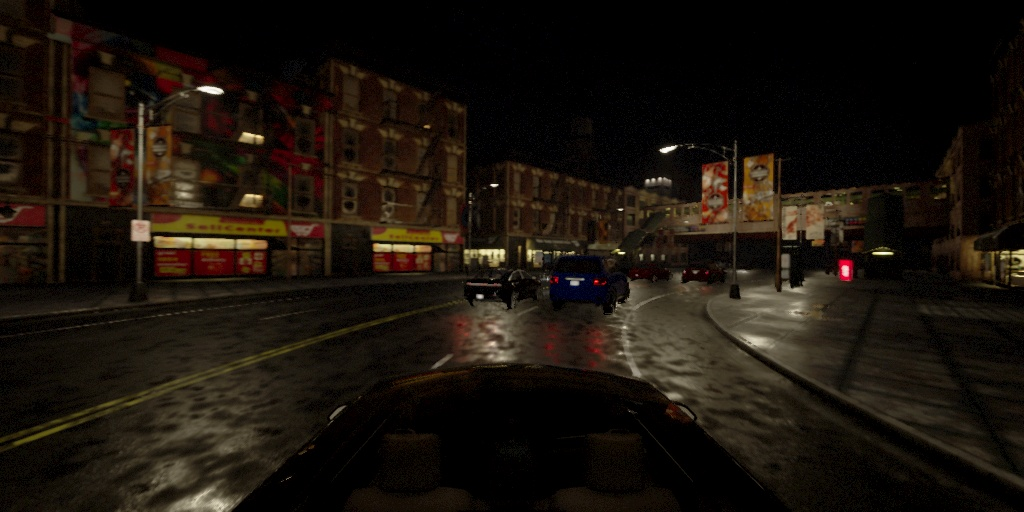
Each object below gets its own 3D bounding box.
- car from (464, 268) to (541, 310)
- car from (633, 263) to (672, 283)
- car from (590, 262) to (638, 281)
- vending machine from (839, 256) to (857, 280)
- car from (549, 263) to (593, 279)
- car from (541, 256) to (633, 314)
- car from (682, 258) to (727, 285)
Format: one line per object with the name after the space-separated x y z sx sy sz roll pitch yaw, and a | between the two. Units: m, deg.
-0.179 1.247 14.989 2.128 1.511 4.902 0 0 23 | car
11.552 1.379 29.798 5.008 1.535 1.882 1 0 -44 | car
9.467 1.356 32.981 5.008 1.535 1.882 1 0 -43 | car
31.087 1.330 33.408 0.880 2.100 1.100 0 0 -43 | vending machine
5.644 1.398 34.181 4.181 1.385 1.994 1 0 -44 | car
3.248 1.017 14.412 2.150 2.045 5.566 0 0 25 | car
15.407 1.299 28.615 4.553 1.767 2.097 1 0 -44 | car
